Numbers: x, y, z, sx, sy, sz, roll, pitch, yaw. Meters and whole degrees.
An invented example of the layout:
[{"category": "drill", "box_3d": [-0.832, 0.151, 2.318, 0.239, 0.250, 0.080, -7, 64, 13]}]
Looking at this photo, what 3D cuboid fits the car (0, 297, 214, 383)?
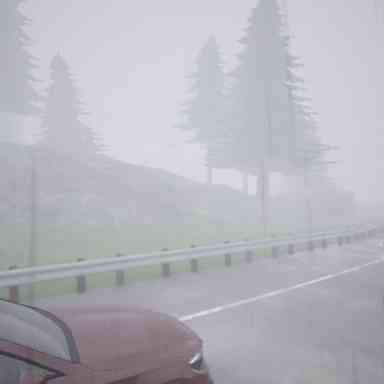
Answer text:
[{"category": "car", "box_3d": [-1.978, 1.524, 2.469, 4.674, 1.442, 1.812, 1, 0, -36]}]
